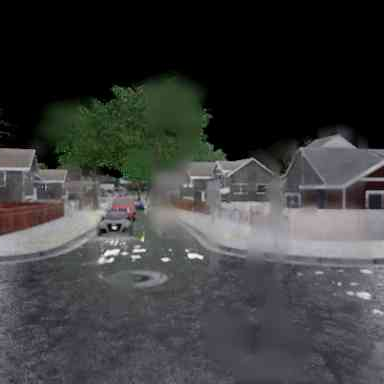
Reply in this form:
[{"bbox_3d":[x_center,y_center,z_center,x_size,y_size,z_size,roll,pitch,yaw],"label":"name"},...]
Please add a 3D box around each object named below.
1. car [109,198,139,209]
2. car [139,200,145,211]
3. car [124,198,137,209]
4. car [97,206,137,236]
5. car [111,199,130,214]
[{"bbox_3d":[-6.363,1.570,30.783,2.150,2.045,5.566,0,0,-12],"label":"car"},{"bbox_3d":[-8.452,1.899,50.270,2.097,1.767,4.553,0,-1,-15],"label":"car"},{"bbox_3d":[-11.087,2.008,59.883,2.097,1.767,4.553,0,-1,-14],"label":"car"},{"bbox_3d":[-4.534,1.794,20.051,1.994,1.385,4.181,0,-1,-9],"label":"car"},{"bbox_3d":[-9.388,1.840,43.302,2.097,1.767,4.553,0,0,-15],"label":"car"}]
